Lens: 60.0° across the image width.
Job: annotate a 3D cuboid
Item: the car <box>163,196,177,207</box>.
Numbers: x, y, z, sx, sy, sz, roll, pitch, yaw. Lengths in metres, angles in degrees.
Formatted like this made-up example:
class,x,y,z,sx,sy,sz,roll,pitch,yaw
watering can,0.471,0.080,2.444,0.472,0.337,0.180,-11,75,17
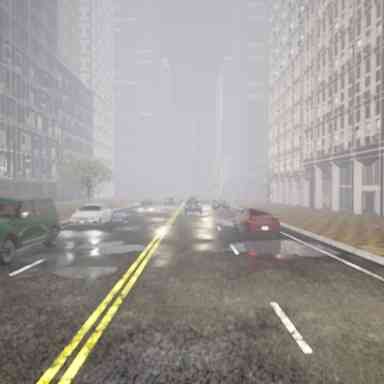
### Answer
class,x,y,z,sx,sy,sz,roll,pitch,yaw
car,-3.217,1.432,49.394,1.837,1.490,4.892,0,0,0

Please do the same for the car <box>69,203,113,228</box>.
class,x,y,z,sx,sy,sz,roll,pitch,yaw
car,-6.486,1.481,21.935,1.812,1.442,4.674,0,0,0

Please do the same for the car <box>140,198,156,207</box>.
class,x,y,z,sx,sy,sz,roll,pitch,yaw
car,-6.468,1.543,49.367,1.895,1.301,4.718,0,0,0

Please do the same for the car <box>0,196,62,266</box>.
class,x,y,z,sx,sy,sz,roll,pitch,yaw
car,-6.568,1.198,11.794,2.150,2.045,5.566,0,0,0

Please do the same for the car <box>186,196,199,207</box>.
class,x,y,z,sx,sy,sz,roll,pitch,yaw
car,0.127,1.396,49.471,1.837,1.490,4.892,0,1,0

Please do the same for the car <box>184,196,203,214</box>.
class,x,y,z,sx,sy,sz,roll,pitch,yaw
car,0.124,1.475,34.471,2.033,1.411,5.357,0,0,0

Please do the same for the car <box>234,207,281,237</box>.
class,x,y,z,sx,sy,sz,roll,pitch,yaw
car,3.363,1.490,17.585,1.812,1.442,4.674,0,0,0

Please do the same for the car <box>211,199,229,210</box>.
class,x,y,z,sx,sy,sz,roll,pitch,yaw
car,3.379,1.514,40.574,1.895,1.301,4.718,0,0,0
